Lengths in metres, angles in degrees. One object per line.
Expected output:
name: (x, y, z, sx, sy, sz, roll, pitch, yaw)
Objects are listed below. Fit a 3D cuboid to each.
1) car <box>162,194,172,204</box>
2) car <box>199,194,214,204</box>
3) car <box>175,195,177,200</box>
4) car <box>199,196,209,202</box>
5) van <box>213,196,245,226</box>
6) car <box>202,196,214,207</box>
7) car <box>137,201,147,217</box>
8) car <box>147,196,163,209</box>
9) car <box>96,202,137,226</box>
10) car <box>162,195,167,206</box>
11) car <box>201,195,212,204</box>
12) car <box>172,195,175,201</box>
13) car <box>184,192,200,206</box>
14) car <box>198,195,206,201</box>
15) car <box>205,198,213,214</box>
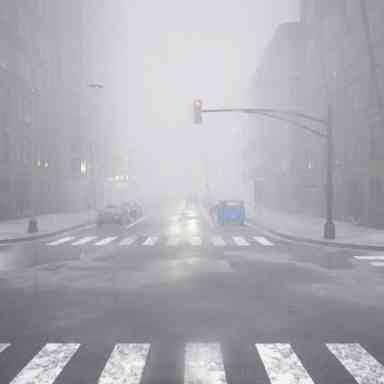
car: (-5.373, 1.547, 62.912, 1.947, 1.339, 4.313, 0, 0, 0)
car: (2.650, 1.305, 51.553, 2.192, 1.841, 5.009, 0, 0, 0)
car: (-5.369, 1.409, 79.958, 1.967, 1.590, 4.097, 0, 0, 0)
car: (2.655, 1.524, 74.278, 2.008, 1.369, 4.403, 0, 0, 0)
van: (2.642, 1.340, 23.146, 1.690, 1.788, 3.998, 0, 0, 0)
car: (2.648, 1.576, 45.871, 1.802, 1.307, 4.206, 0, 0, 0)
car: (-5.381, 1.543, 28.821, 1.887, 1.381, 4.507, 0, 0, 0)
car: (-5.377, 1.519, 45.697, 1.752, 1.417, 4.829, 0, 0, 0)
car: (-5.383, 1.549, 23.139, 2.008, 1.369, 4.403, 0, 0, 0)
car: (-5.375, 1.556, 51.549, 1.947, 1.339, 4.313, 0, 0, 0)
car: (2.652, 1.422, 62.915, 1.967, 1.590, 4.097, 0, 0, 0)
car: (-5.371, 1.292, 68.594, 2.192, 1.841, 5.009, 0, 0, 0)
car: (0.117, 1.208, 56.463, 2.150, 2.045, 5.566, 0, 0, 0)
car: (2.658, 1.530, 85.640, 1.947, 1.339, 4.313, 0, 0, 0)
car: (2.645, 1.580, 34.508, 1.802, 1.307, 4.206, 0, 0, 0)
